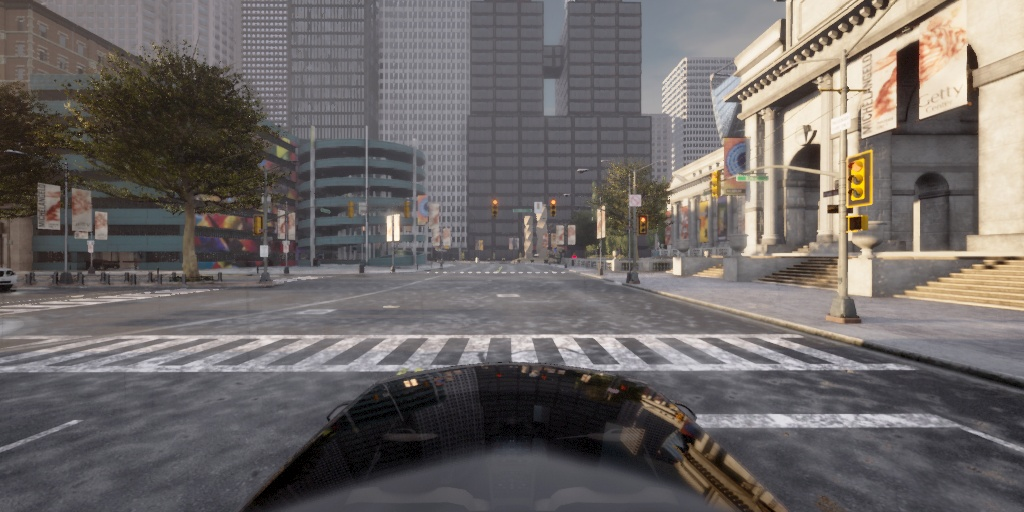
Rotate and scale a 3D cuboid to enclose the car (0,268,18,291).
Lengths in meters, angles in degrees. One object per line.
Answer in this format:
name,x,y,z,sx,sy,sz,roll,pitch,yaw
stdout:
car,-31.150,0.970,19.770,5.566,2.045,2.150,0,0,0
